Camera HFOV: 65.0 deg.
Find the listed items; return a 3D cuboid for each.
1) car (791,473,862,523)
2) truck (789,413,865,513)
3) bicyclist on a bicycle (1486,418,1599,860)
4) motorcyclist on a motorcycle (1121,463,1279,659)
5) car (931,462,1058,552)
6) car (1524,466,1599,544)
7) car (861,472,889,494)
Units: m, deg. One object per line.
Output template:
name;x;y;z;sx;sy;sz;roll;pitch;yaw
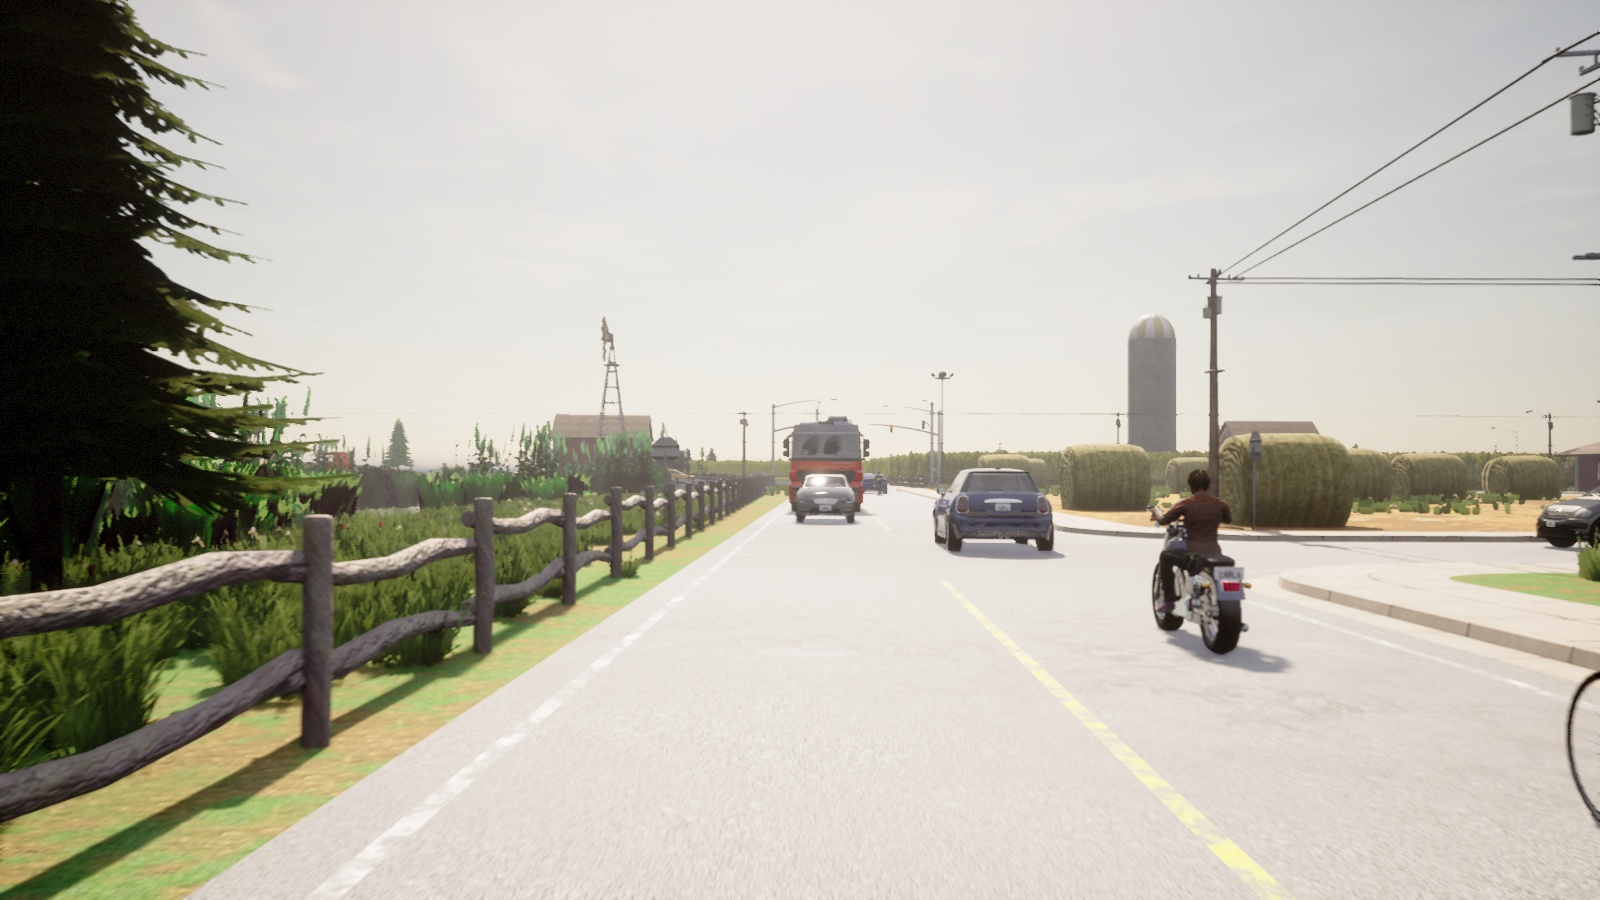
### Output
car;0.847;1.489;40.413;2.128;1.511;4.902;0;-1;1
truck;1.116;0.576;52.144;2.891;3.827;8.468;0;-1;1
bicyclist on a bicycle;3.540;0.759;4.955;0.659;1.776;1.843;0;-1;1
motorcyclist on a motorcycle;3.681;0.960;11.784;0.766;1.649;2.350;0;-1;1
car;4.031;1.152;26.783;2.097;1.767;4.553;0;-1;1
car;18.230;1.163;27.223;3.988;1.617;1.851;0;-1;-1
car;5.609;2.458;94.487;1.882;1.535;5.008;0;-1;1
